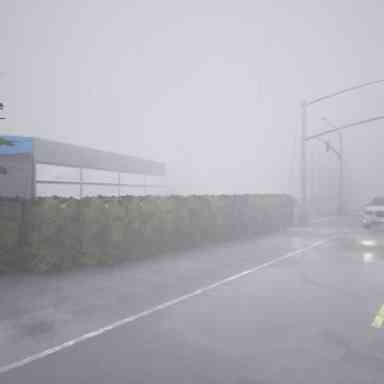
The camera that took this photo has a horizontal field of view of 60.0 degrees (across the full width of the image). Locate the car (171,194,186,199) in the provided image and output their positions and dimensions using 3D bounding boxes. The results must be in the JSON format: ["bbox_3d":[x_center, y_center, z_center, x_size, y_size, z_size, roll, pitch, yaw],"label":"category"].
[{"bbox_3d":[-3.537,1.232,89.811,1.970,1.475,3.806,0,0,38],"label":"car"}]

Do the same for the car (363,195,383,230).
[{"bbox_3d":[12.244,1.221,20.615,2.150,2.045,5.566,0,0,38],"label":"car"}]

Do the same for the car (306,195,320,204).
[{"bbox_3d":[22.009,1.384,61.231,1.970,1.475,3.806,0,0,38],"label":"car"}]

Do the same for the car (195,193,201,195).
[{"bbox_3d":[1.722,1.153,86.119,2.152,1.636,5.027,0,0,38],"label":"car"}]

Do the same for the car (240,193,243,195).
[{"bbox_3d":[11.810,1.077,78.250,1.905,1.878,3.866,0,0,38],"label":"car"}]

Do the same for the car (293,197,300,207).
[{"bbox_3d":[12.918,1.339,44.716,2.007,1.523,4.514,0,0,38],"label":"car"}]

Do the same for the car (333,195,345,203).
[{"bbox_3d":[28.923,1.374,65.249,1.845,1.501,3.633,0,0,38],"label":"car"}]

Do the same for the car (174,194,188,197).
[{"bbox_3d":[-2.061,1.298,66.121,2.007,1.523,4.514,0,0,38],"label":"car"}]
